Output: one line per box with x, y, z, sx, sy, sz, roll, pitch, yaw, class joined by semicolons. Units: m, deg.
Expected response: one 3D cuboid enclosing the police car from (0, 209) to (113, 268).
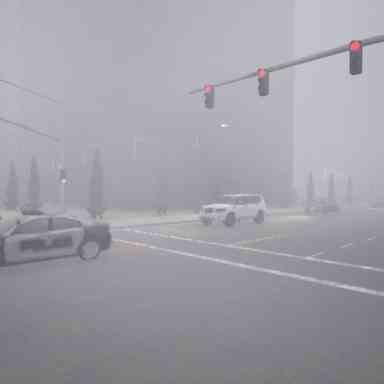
-4.950;1.351;10.033;5.238;1.638;1.930;0;0;-44;police car

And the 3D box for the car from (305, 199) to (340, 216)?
12.827;1.431;32.528;4.902;1.511;2.128;-1;1;-45;car

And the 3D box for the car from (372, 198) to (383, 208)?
26.484;1.528;45.803;4.181;1.385;1.994;0;0;-44;car

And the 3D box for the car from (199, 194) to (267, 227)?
2.939;1.157;22.822;5.566;2.045;2.150;0;0;-44;car
